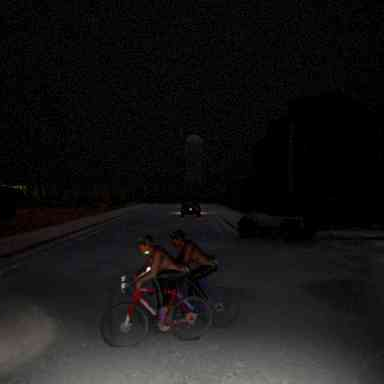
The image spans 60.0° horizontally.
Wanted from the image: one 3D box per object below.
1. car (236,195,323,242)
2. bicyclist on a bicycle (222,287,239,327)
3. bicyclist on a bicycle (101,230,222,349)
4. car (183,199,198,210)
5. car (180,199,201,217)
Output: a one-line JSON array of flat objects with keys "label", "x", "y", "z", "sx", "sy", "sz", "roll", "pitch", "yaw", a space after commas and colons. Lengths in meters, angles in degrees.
[{"label": "car", "x": 4.049, "y": 1.142, "z": 15.477, "sx": 1.905, "sy": 1.878, "sz": 3.866, "roll": -8, "pitch": 3, "yaw": -43}, {"label": "bicyclist on a bicycle", "x": -0.053, "y": 1.432, "z": 5.353, "sx": 1.656, "sy": 1.620, "sz": 0.582, "roll": -2, "pitch": 0, "yaw": -7}, {"label": "bicyclist on a bicycle", "x": -0.500, "y": 1.446, "z": 4.870, "sx": 1.656, "sy": 1.620, "sz": 0.582, "roll": -2, "pitch": 0, "yaw": -12}, {"label": "car", "x": -0.221, "y": 1.594, "z": 43.056, "sx": 1.895, "sy": 1.301, "sz": 4.718, "roll": 0, "pitch": 0, "yaw": 0}, {"label": "car", "x": -0.130, "y": 1.542, "z": 30.995, "sx": 2.033, "sy": 1.411, "sz": 5.357, "roll": 0, "pitch": 0, "yaw": 0}]
